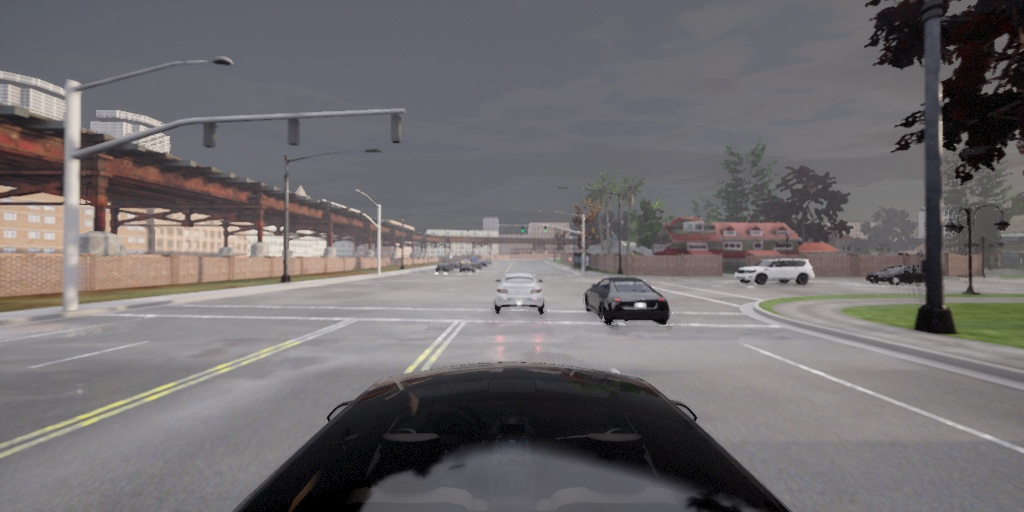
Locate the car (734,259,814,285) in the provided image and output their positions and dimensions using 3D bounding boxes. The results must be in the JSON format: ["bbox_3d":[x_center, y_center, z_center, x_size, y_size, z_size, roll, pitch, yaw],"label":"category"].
[{"bbox_3d":[21.130,1.235,28.949,5.566,2.045,2.150,0,0,-1],"label":"car"}]

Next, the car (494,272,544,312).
[{"bbox_3d":[0.295,1.387,14.639,1.812,1.442,4.674,0,0,1],"label":"car"}]

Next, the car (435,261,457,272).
[{"bbox_3d":[-9.727,1.584,52.260,2.033,1.411,5.357,0,0,1],"label":"car"}]

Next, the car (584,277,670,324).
[{"bbox_3d":[3.761,1.412,12.411,1.994,1.385,4.181,0,0,1],"label":"car"}]

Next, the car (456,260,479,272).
[{"bbox_3d":[-6.250,1.605,51.139,1.994,1.385,4.181,0,0,1],"label":"car"}]

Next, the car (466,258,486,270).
[{"bbox_3d":[-6.050,1.559,60.306,2.033,1.411,5.357,0,0,1],"label":"car"}]

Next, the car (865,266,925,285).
[{"bbox_3d":[31.565,1.533,29.029,4.892,1.490,1.837,0,0,0],"label":"car"}]
